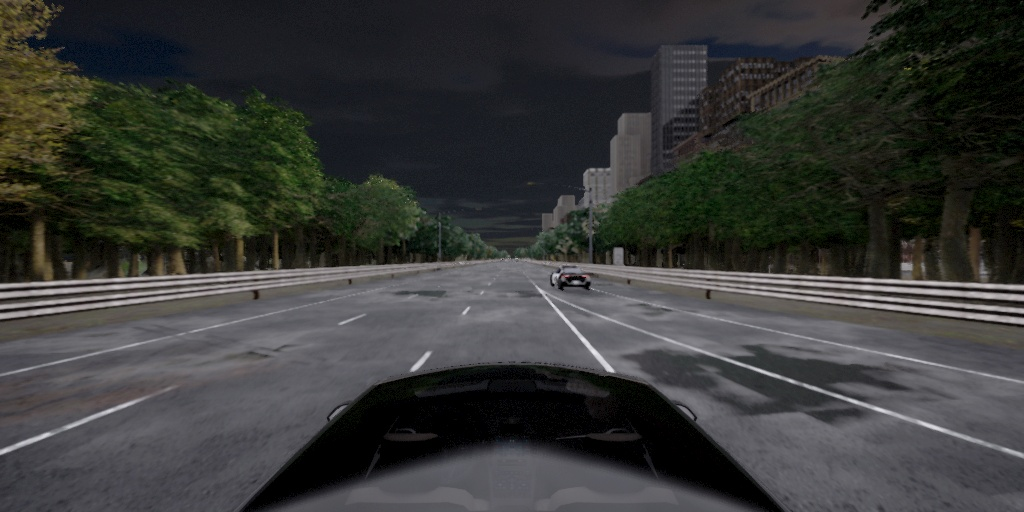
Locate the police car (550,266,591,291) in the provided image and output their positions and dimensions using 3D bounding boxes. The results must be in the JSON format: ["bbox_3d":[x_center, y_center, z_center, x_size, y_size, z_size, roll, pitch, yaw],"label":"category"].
[{"bbox_3d":[3.755,1.430,23.903,2.038,1.542,4.974,0,-1,-2],"label":"police car"}]
